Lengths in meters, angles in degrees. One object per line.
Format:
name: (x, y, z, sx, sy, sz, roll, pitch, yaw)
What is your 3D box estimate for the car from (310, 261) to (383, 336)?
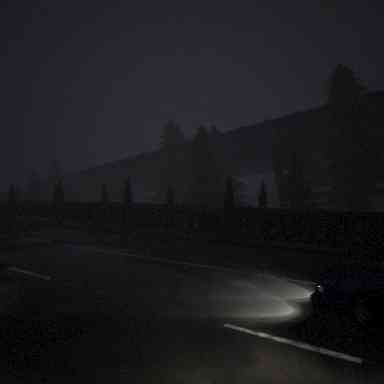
car: (4.697, 1.550, 4.941, 5.357, 1.411, 2.033, 0, 0, 36)
